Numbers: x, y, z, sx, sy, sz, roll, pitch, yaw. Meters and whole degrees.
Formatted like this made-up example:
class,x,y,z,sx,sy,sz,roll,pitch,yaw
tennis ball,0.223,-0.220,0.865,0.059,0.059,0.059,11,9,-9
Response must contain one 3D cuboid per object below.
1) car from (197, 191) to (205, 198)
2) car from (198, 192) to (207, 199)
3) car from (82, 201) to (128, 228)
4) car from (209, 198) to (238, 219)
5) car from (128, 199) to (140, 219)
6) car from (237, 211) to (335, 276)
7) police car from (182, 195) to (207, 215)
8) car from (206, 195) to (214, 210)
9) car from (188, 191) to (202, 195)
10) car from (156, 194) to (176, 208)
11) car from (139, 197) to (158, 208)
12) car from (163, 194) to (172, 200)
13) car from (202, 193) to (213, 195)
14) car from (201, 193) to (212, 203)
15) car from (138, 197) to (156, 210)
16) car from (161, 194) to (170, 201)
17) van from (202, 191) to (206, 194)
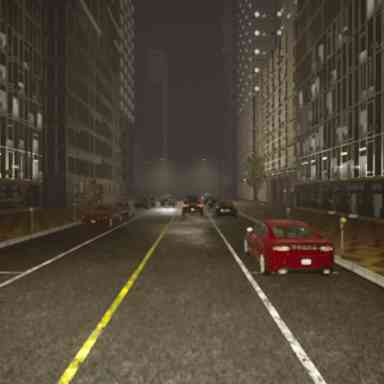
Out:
class,x,y,z,sx,sy,sz,roll,pitch,yaw
car,2.635,0.738,95.426,2.192,1.841,5.009,0,0,0
car,2.642,0.817,84.041,2.192,1.841,5.009,0,0,0
car,-5.701,1.433,21.431,1.887,1.381,4.507,0,0,0
car,2.676,1.423,27.122,1.947,1.339,4.313,0,0,0
car,-5.705,1.439,27.124,1.802,1.307,4.206,0,0,0
car,2.686,1.494,10.045,1.887,1.381,4.507,0,0,0
police car,0.076,1.341,31.416,2.038,1.542,4.974,0,1,0
car,2.669,1.357,38.506,1.947,1.339,4.313,0,0,0
car,-0.003,1.094,46.874,2.097,1.767,4.553,0,0,0
car,-3.115,1.252,43.696,2.128,1.511,4.902,0,0,0
car,-5.716,1.324,44.201,1.947,1.339,4.313,0,0,0
car,-5.737,1.091,78.357,2.008,1.369,4.403,0,0,0
car,2.662,1.290,49.890,1.947,1.339,4.313,0,0,0
car,2.655,1.093,61.274,1.967,1.590,4.097,0,0,0
car,-5.712,1.336,38.509,1.887,1.381,4.507,0,0,0
car,-5.733,1.105,72.494,1.752,1.417,4.829,0,0,0
van,2.659,1.030,55.583,1.690,1.788,3.998,0,0,0
